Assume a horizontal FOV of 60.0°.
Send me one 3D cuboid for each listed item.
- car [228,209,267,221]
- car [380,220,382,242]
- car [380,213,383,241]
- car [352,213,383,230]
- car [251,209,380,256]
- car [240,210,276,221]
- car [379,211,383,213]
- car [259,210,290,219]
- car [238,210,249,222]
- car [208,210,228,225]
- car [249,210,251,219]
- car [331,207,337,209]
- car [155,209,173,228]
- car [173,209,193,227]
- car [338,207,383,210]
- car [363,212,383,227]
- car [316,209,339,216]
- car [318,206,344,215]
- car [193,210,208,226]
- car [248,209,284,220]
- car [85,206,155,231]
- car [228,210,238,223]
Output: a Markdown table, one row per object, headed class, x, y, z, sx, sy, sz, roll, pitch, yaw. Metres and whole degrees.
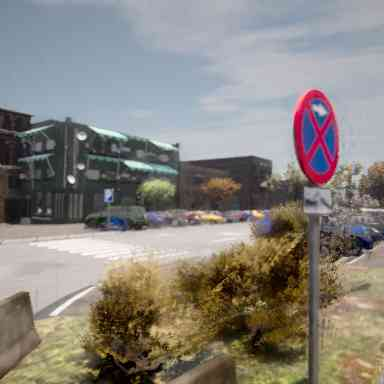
| class | x | y | z | sx | sy | sz | roll | pitch | yaw |
| --- | --- | --- | --- | --- | --- | --- | --- | --- | --- |
| car | 7.913 | 3.309 | 47.354 | 5.366 | 1.575 | 1.946 | -1 | -2 | 18 |
| car | 7.970 | 2.380 | 19.476 | 4.892 | 1.521 | 2.231 | 1 | -1 | 18 |
| car | 9.790 | 2.361 | 21.882 | 4.553 | 1.767 | 2.185 | 1 | -2 | 18 |
| car | 19.035 | 3.053 | 33.812 | 4.792 | 1.488 | 2.163 | 1 | -1 | 18 |
| car | 6.149 | 2.021 | 17.100 | 5.566 | 2.045 | 2.435 | 1 | -2 | 18 |
| car | 9.905 | 3.416 | 49.646 | 5.008 | 1.535 | 2.097 | -1 | -2 | 18 |
| car | 11.697 | 2.469 | 24.245 | 4.553 | 1.767 | 2.185 | 1 | -1 | 18 |
| car | 13.554 | 3.656 | 54.315 | 4.792 | 1.488 | 2.163 | 0 | -3 | 18 |
| car | 4.439 | 3.130 | 42.634 | 4.792 | 1.488 | 2.163 | -1 | -2 | 18 |
| car | 1.022 | 2.886 | 37.909 | 5.366 | 1.575 | 1.946 | 0 | -3 | 18 |
| car | 6.277 | 3.205 | 44.961 | 5.008 | 1.535 | 2.097 | -1 | -3 | 18 |
| car | 28.047 | 4.213 | 73.024 | 5.566 | 2.045 | 2.435 | -1 | -3 | 18 |
| car | -4.590 | 2.615 | 30.946 | 4.674 | 1.452 | 2.002 | -1 | -2 | 18 |
| car | -2.783 | 2.681 | 33.286 | 4.892 | 1.521 | 2.231 | -1 | -3 | 18 |
| car | 17.194 | 2.665 | 31.429 | 5.566 | 2.045 | 2.435 | 1 | -1 | 18 |
| car | 22.760 | 3.240 | 38.594 | 4.892 | 1.521 | 2.231 | 1 | -2 | 18 |
| car | 31.668 | 4.703 | 77.697 | 4.792 | 1.488 | 2.163 | -1 | -3 | 18 |
| car | 33.426 | 4.526 | 80.036 | 5.566 | 2.045 | 2.435 | -1 | -2 | 18 |
| car | -0.995 | 2.660 | 35.638 | 4.553 | 1.767 | 2.185 | -1 | -3 | 18 |
| car | 11.537 | 3.520 | 52.028 | 5.366 | 1.575 | 1.946 | -1 | -2 | 18 |
| car | -6.428 | 2.218 | 28.621 | 5.566 | 2.045 | 2.435 | -1 | -2 | 18 |
| car | 2.652 | 2.996 | 40.291 | 4.892 | 1.521 | 2.231 | -1 | -3 | 18 |
